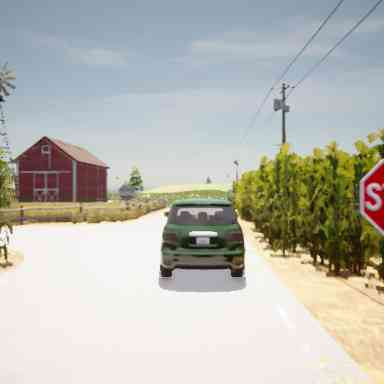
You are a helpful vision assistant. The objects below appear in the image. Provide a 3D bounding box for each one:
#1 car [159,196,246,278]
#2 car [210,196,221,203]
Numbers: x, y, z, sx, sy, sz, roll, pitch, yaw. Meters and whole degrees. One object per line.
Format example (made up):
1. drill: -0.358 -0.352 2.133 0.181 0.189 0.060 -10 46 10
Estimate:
1. car: 0.264 1.209 10.278 2.150 2.045 5.566 0 0 0
2. car: 4.856 1.482 69.280 1.994 1.385 4.181 0 0 -2
